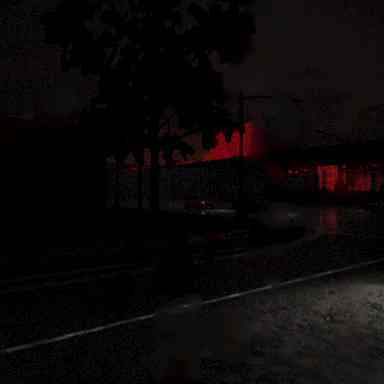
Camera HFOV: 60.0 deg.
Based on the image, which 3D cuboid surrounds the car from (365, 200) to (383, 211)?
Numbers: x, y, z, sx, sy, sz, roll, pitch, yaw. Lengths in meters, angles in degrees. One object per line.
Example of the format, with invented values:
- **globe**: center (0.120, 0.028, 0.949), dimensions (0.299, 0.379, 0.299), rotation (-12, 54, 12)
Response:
- **car**: center (22.033, 1.526, 37.612), dimensions (1.812, 1.442, 4.674), rotation (0, 0, -34)

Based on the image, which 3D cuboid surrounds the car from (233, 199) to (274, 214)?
- **car**: center (6.426, 1.478, 35.385), dimensions (1.882, 1.535, 5.008), rotation (0, 0, -34)

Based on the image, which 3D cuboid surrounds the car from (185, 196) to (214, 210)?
- **car**: center (0.958, 1.352, 43.580), dimensions (2.097, 1.767, 4.553), rotation (0, 0, -33)
